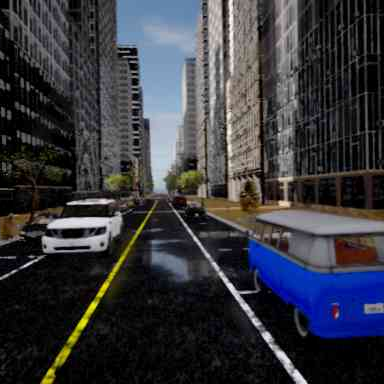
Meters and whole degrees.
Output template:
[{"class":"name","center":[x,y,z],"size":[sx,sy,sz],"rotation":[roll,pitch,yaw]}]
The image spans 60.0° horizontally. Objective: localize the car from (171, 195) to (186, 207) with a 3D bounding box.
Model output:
[{"class":"car","center":[-2.351,1.473,57.178],"size":[2.192,1.841,5.009],"rotation":[-2,0,-5]}]

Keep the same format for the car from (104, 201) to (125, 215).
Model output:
[{"class":"car","center":[-9.161,1.852,39.444],"size":[1.802,1.307,4.206],"rotation":[-2,0,-5]}]

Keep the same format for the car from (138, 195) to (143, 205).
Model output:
[{"class":"car","center":[-11.706,1.941,67.748],"size":[1.947,1.339,4.313],"rotation":[-2,0,-5]}]

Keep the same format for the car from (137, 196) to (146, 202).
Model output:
[{"class":"car","center":[-13.745,1.897,90.391],"size":[1.967,1.590,4.097],"rotation":[-2,0,-5]}]

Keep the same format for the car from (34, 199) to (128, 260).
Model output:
[{"class":"car","center":[-4.133,1.335,13.530],"size":[2.150,2.045,5.566],"rotation":[-1,0,-5]}]

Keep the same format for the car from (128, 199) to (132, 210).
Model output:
[{"class":"car","center":[-9.674,1.731,45.105],"size":[1.967,1.590,4.097],"rotation":[-2,0,-5]}]

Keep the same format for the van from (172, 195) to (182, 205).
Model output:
[{"class":"van","center":[-2.858,1.520,62.838],"size":[1.690,1.788,3.998],"rotation":[-2,0,-5]}]

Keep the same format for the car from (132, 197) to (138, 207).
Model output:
[{"class":"car","center":[-10.673,1.858,56.257],"size":[1.752,1.417,4.829],"rotation":[-2,0,-5]}]

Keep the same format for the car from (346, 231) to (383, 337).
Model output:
[{"class":"car","center":[2.738,1.258,0.570],"size":[2.192,1.841,5.009],"rotation":[-2,0,-5]}]

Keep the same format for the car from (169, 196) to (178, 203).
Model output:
[{"class":"car","center":[-4.383,1.681,79.821],"size":[1.967,1.590,4.097],"rotation":[-2,0,-5]}]

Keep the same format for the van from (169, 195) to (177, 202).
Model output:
[{"class":"van","center":[-4.894,1.602,85.481],"size":[1.690,1.788,3.998],"rotation":[-2,0,-5]}]

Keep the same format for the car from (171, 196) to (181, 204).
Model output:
[{"class":"car","center":[-3.364,1.640,68.499],"size":[1.967,1.590,4.097],"rotation":[-2,0,-5]}]

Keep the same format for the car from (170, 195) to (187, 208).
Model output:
[{"class":"car","center":[-1.842,1.452,51.517],"size":[2.192,1.841,5.009],"rotation":[-2,0,-5]}]

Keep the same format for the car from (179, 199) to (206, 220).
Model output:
[{"class":"car","center":[0.202,1.602,28.873],"size":[2.008,1.369,4.403],"rotation":[-2,0,-5]}]

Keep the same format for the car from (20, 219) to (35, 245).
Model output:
[{"class":"car","center":[-7.126,1.735,16.801],"size":[2.008,1.369,4.403],"rotation":[-2,0,-5]}]

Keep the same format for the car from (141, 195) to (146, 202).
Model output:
[{"class":"car","center":[-12.724,1.967,79.070],"size":[2.008,1.369,4.403],"rotation":[-2,0,-5]}]

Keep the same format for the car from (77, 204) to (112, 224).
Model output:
[{"class":"car","center":[-8.144,1.778,28.122],"size":[2.008,1.369,4.403],"rotation":[-2,0,-5]}]

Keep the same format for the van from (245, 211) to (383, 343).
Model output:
[{"class":"van","center":[2.230,1.306,6.231],"size":[1.690,1.788,3.998],"rotation":[-2,0,-5]}]
